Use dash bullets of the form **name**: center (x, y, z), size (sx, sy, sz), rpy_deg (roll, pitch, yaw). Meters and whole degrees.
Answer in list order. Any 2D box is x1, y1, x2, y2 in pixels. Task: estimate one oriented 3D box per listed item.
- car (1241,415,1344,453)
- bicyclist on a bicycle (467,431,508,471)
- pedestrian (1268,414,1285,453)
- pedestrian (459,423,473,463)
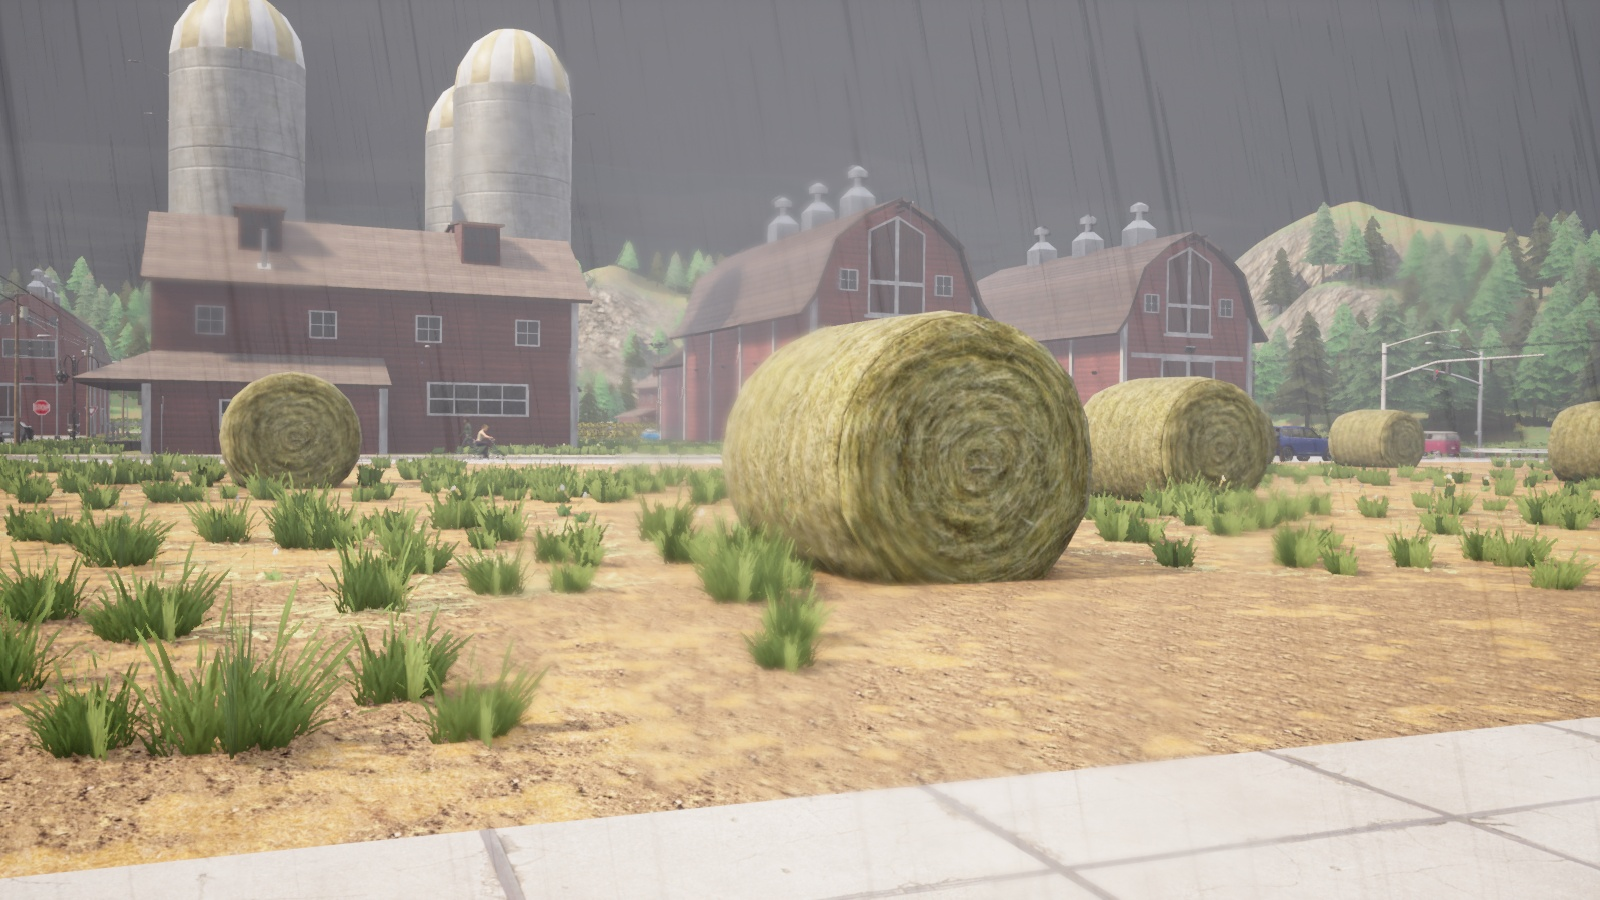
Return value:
- **car**: center (27.680, -0.921, 70.506), size (5.566, 2.045, 2.150), rpy_deg (-1, 1, -25)
- **bicyclist on a bicycle**: center (-12.898, 0.039, 51.831), size (1.509, 1.612, 0.866), rpy_deg (-1, 1, -24)
- **pedestrian**: center (23.852, -0.814, 62.814), size (0.692, 1.930, 0.395), rpy_deg (-1, 1, -5)
- **pedestrian**: center (-15.615, -0.319, 58.740), size (0.614, 1.847, 0.353), rpy_deg (-1, 1, -18)
